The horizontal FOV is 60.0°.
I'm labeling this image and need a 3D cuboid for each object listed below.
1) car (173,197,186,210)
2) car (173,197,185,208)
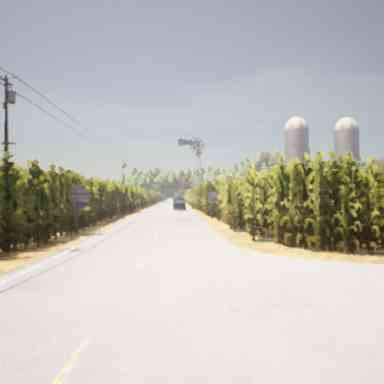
[{"bbox_3d":[-1.915,2.027,51.474,1.882,1.535,5.008,0,-1,-3],"label":"car"},{"bbox_3d":[-2.527,1.902,63.737,2.150,2.045,5.566,0,-1,-3],"label":"car"}]
